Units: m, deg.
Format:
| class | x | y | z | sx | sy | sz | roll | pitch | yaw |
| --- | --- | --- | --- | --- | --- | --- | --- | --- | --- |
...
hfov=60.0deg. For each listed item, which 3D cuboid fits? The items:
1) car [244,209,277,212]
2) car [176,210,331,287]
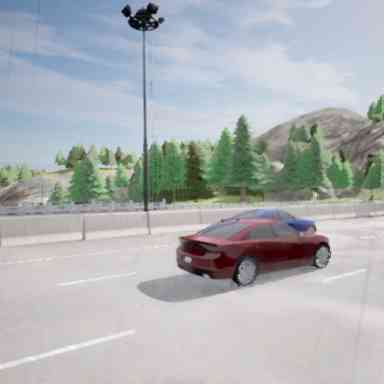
| class | x | y | z | sx | sy | sz | roll | pitch | yaw |
| --- | --- | --- | --- | --- | --- | --- | --- | --- | --- |
| car | 3.515 | 1.483 | 14.863 | 5.008 | 1.535 | 1.882 | 0 | 0 | -36 |
| car | 1.918 | 1.475 | 9.421 | 5.008 | 1.535 | 1.882 | 0 | 0 | -36 |
